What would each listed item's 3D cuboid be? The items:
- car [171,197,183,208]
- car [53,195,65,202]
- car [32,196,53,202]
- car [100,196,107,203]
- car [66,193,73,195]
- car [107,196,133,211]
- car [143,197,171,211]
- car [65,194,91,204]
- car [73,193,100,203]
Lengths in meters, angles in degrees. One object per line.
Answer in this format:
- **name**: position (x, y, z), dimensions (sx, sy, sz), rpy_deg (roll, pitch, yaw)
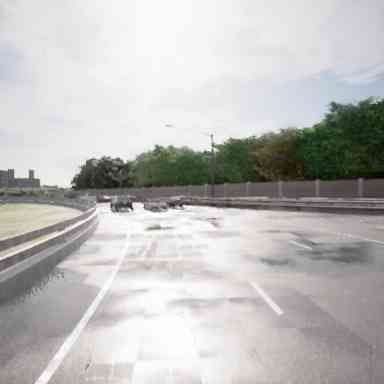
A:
- **car**: position (-2.735, 1.382, 44.517), dimensions (1.837, 1.490, 4.892), rpy_deg (-1, 1, -24)
- **car**: position (-32.445, 1.654, 78.891), dimensions (4.181, 1.385, 1.994), rpy_deg (0, 0, 40)
- **car**: position (-34.665, 1.677, 76.177), dimensions (5.357, 1.411, 2.033), rpy_deg (0, 0, 40)
- **car**: position (-18.433, 1.523, 69.611), dimensions (1.994, 1.385, 4.181), rpy_deg (-1, 0, -39)
- **car**: position (-29.636, 1.286, 81.069), dimensions (5.566, 2.045, 2.150), rpy_deg (0, 0, 40)
- **car**: position (-8.672, 1.309, 40.627), dimensions (2.097, 1.767, 4.553), rpy_deg (-1, 0, -23)
- **car**: position (-4.515, 1.513, 39.856), dimensions (1.895, 1.301, 4.718), rpy_deg (-1, 0, -22)
- **car**: position (-21.465, 1.578, 62.335), dimensions (2.033, 1.411, 5.357), rpy_deg (-1, 0, -39)
- **car**: position (-21.536, 1.238, 67.819), dimensions (2.150, 2.045, 5.566), rpy_deg (-1, 0, -41)
